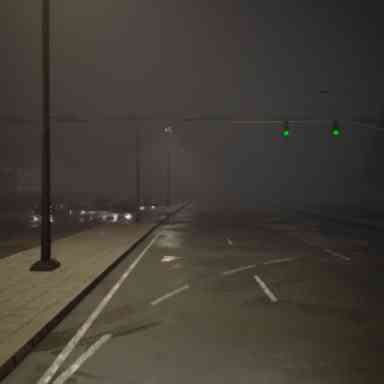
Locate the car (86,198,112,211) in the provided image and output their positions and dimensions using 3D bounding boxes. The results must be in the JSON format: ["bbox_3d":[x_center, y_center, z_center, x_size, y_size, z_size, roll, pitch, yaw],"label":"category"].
[{"bbox_3d":[-10.857,1.519,40.632,1.837,1.490,4.892,0,0,3],"label":"car"}]

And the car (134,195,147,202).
[{"bbox_3d":[-12.713,1.542,82.261,2.128,1.511,4.902,0,0,2],"label":"car"}]

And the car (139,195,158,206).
[{"bbox_3d":[-6.816,1.361,53.545,2.097,1.767,4.553,0,0,3],"label":"car"}]

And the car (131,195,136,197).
[{"bbox_3d":[-10.066,1.366,58.890,2.097,1.767,4.553,0,0,2],"label":"car"}]

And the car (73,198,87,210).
[{"bbox_3d":[-14.179,1.547,43.304,1.812,1.442,4.674,0,0,2],"label":"car"}]

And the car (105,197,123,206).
[{"bbox_3d":[-13.600,1.620,58.108,1.895,1.301,4.718,0,0,2],"label":"car"}]

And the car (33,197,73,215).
[{"bbox_3d":[-14.597,1.373,34.652,2.097,1.767,4.553,0,0,2],"label":"car"}]

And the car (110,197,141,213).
[{"bbox_3d":[-7.477,1.611,37.783,1.895,1.301,4.718,0,0,2],"label":"car"}]
